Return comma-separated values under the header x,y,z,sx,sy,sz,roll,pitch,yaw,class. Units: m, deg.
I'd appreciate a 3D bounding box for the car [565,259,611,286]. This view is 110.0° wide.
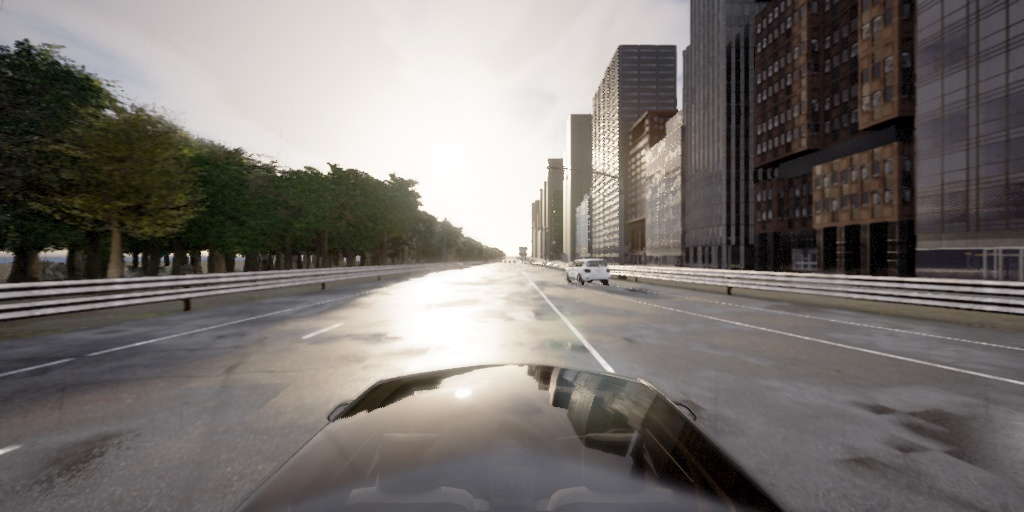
x,y,z,sx,sy,sz,roll,pitch,yaw,class
5.912,1.246,28.536,2.150,2.045,5.566,0,0,-8,car
